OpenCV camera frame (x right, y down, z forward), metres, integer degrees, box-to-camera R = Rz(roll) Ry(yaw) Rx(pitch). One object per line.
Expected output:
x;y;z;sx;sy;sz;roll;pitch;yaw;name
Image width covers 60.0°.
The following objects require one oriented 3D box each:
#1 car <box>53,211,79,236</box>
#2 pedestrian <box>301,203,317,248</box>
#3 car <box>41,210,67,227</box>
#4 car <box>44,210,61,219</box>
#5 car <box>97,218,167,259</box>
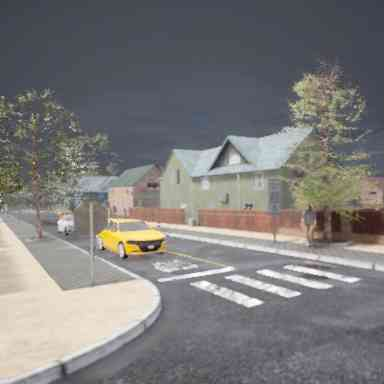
-9.059;2.455;25.487;1.812;1.442;4.674;-1;-2;-31;car
4.843;1.379;13.597;0.375;1.860;0.375;-2;1;-31;pedestrian
-15.070;2.841;35.487;1.837;1.490;4.892;-1;-1;-31;car
-22.572;3.586;53.595;1.895;1.301;4.718;-1;-2;-31;car
-2.901;1.986;15.292;1.882;1.535;5.008;-1;-2;-31;car
